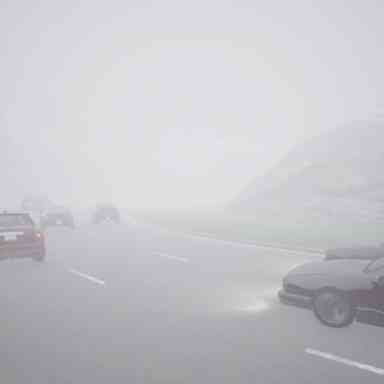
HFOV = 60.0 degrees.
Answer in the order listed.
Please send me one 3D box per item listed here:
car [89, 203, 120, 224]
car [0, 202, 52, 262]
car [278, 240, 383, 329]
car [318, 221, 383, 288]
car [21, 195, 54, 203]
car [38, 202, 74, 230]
[{"bbox_3d":[-6.793,1.605,25.710,1.837,1.490,4.892,0,0,-21],"label":"car"},{"bbox_3d":[-6.704,1.376,11.493,2.097,1.767,4.553,1,0,-39],"label":"car"},{"bbox_3d":[4.216,1.605,5.309,5.357,1.411,2.033,0,0,36],"label":"car"},{"bbox_3d":[6.172,1.633,8.231,5.357,1.411,2.033,0,0,37],"label":"car"},{"bbox_3d":[-16.112,1.314,35.091,2.150,2.045,5.566,0,0,-6],"label":"car"},{"bbox_3d":[-8.668,1.590,21.237,1.812,1.442,4.674,0,0,-26],"label":"car"}]
